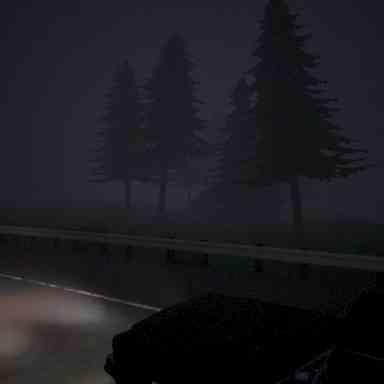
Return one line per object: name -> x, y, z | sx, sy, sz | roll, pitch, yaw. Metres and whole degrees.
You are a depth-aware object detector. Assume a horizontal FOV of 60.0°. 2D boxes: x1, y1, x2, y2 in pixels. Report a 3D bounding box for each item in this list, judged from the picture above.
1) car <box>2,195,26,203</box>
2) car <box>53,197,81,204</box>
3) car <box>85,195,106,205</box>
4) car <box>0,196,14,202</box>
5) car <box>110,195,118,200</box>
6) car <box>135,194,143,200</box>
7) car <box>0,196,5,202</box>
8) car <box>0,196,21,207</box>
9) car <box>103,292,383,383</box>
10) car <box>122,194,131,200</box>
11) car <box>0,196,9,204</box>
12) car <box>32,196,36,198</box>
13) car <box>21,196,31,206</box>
car -> -38.538, 1.525, 72.126 | 2.128, 1.511, 4.902 | 0, 0, 10
car -> -20.634, 1.547, 54.986 | 2.033, 1.411, 5.357 | 0, 0, 16
car -> -16.505, 1.526, 57.016 | 1.812, 1.442, 4.674 | 0, 0, 14
car -> -41.872, 1.595, 73.841 | 1.895, 1.301, 4.718 | 0, 0, 6
car -> -21.368, 1.500, 91.041 | 1.837, 1.490, 4.892 | 0, 0, -9
car -> -14.112, 1.355, 89.227 | 2.097, 1.767, 4.553 | 0, 0, -9
car -> -45.192, 1.552, 76.366 | 1.994, 1.385, 4.181 | 0, 0, 6
car -> -26.943, 1.547, 46.005 | 2.033, 1.411, 5.357 | 0, 0, 17
car -> 1.462, 1.601, 2.725 | 4.718, 1.301, 1.895 | 0, 0, 35
car -> -17.755, 1.355, 90.355 | 2.097, 1.767, 4.553 | 0, 0, -9
car -> -36.960, 1.525, 61.903 | 2.128, 1.511, 4.902 | 0, 0, 17
car -> -35.012, 1.540, 72.020 | 2.033, 1.411, 5.357 | 0, 0, 6
car -> -28.537, 1.601, 52.909 | 1.895, 1.301, 4.718 | 0, 0, 16
